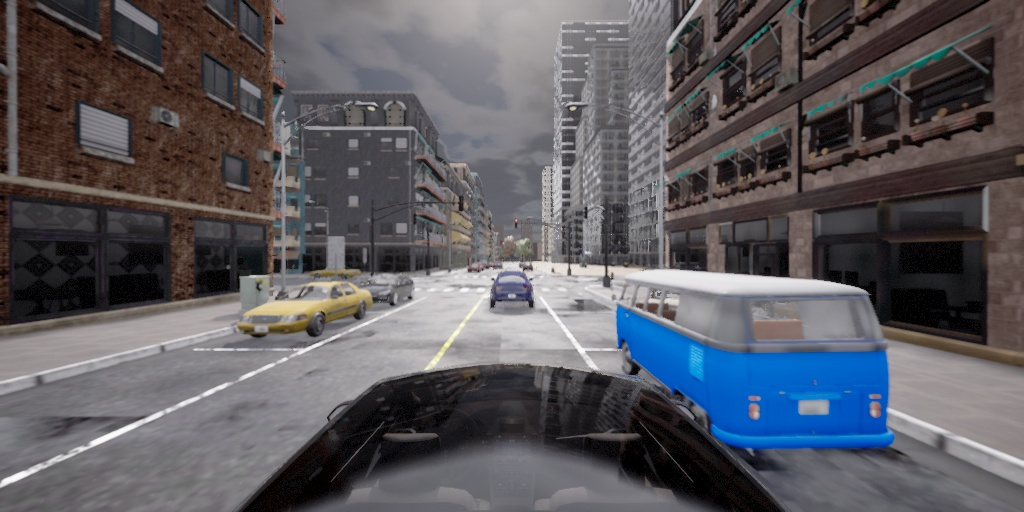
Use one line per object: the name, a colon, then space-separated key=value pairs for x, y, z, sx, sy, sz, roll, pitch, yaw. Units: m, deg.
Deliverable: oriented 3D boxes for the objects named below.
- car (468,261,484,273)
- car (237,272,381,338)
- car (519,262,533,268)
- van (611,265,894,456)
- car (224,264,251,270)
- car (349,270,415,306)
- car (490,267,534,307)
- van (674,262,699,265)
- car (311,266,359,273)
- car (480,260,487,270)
car: x=-5.693 y=1.802 z=54.452 sx=1.888 sy=1.381 sz=4.507 roll=0 pitch=0 yaw=0
car: x=-5.692 y=1.360 z=10.553 sx=1.751 sy=1.417 sz=4.829 roll=0 pitch=0 yaw=0
car: x=2.655 y=1.859 z=60.158 sx=1.888 sy=1.381 sz=4.507 roll=0 pitch=0 yaw=0
van: x=2.689 y=1.122 z=5.024 sx=1.690 sy=1.789 sz=3.998 roll=0 pitch=0 yaw=0
car: x=-23.235 y=1.554 z=27.980 sx=4.097 sy=1.591 sz=1.967 roll=0 pitch=0 yaw=0
car: x=-5.692 y=1.439 z=16.387 sx=2.007 sy=1.370 sz=4.403 roll=0 pitch=0 yaw=0
car: x=0.006 y=1.413 z=16.246 sx=1.812 sy=1.442 sz=4.674 roll=0 pitch=0 yaw=0
van: x=14.688 y=1.370 z=28.043 sx=3.998 sy=1.789 sz=1.690 roll=0 pitch=0 yaw=0
car: x=-17.884 y=1.582 z=36.369 sx=4.829 sy=1.417 sz=1.751 roll=0 pitch=0 yaw=0
car: x=-5.693 y=1.753 z=60.100 sx=1.967 sy=1.591 sz=4.097 roll=0 pitch=0 yaw=0
